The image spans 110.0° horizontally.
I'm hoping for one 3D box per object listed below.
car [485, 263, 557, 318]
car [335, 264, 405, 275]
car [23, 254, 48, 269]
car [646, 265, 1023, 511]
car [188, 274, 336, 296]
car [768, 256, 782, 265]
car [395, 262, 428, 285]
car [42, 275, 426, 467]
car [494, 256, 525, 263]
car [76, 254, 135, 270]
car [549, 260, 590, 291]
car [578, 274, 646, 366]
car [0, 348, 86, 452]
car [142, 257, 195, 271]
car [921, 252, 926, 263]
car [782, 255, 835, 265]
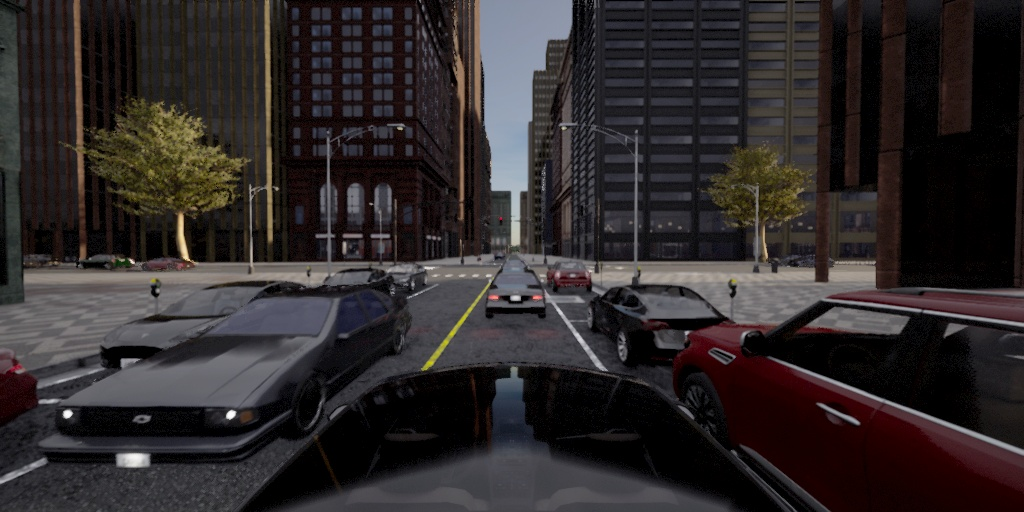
[{"bbox_3d":[0.135,1.129,12.072,2.033,1.411,5.357,0,1,1],"label":"car"},{"bbox_3d":[-5.679,1.129,13.230,1.948,1.339,4.313,0,0,0],"label":"car"},{"bbox_3d":[-51.973,0.600,37.298,4.181,1.385,1.994,0,1,0],"label":"car"},{"bbox_3d":[2.764,1.061,1.900,2.192,1.841,5.009,0,0,0],"label":"car"},{"bbox_3d":[-5.720,1.220,7.595,1.948,1.339,4.313,0,0,0],"label":"car"},{"bbox_3d":[33.549,0.538,43.447,4.181,1.385,1.994,0,1,1],"label":"car"},{"bbox_3d":[-5.639,1.024,18.866,2.007,1.370,4.403,0,0,0],"label":"car"},{"bbox_3d":[-3.071,1.234,5.578,2.033,1.411,5.357,0,1,0],"label":"car"},{"bbox_3d":[0.152,0.958,22.722,2.033,1.411,5.357,0,1,1],"label":"car"},{"bbox_3d":[-46.197,0.596,40.559,4.553,1.767,2.097,0,1,1],"label":"car"},{"bbox_3d":[2.886,0.913,18.806,1.967,1.591,4.097,0,0,0],"label":"car"},{"bbox_3d":[2.805,1.221,7.536,1.948,1.339,4.313,0,0,0],"label":"car"},{"bbox_3d":[-5.761,1.328,1.959,1.802,1.307,4.207,0,0,0],"label":"car"},{"bbox_3d":[-35.499,0.847,37.131,4.181,1.385,1.994,0,1,0],"label":"car"},{"bbox_3d":[49.482,0.025,40.028,4.553,1.767,2.097,0,1,0],"label":"car"},{"bbox_3d":[33.477,0.606,40.205,4.181,1.385,1.994,0,1,0],"label":"car"}]
